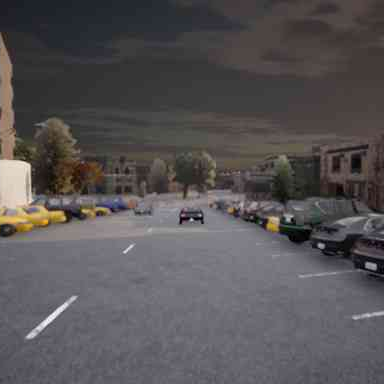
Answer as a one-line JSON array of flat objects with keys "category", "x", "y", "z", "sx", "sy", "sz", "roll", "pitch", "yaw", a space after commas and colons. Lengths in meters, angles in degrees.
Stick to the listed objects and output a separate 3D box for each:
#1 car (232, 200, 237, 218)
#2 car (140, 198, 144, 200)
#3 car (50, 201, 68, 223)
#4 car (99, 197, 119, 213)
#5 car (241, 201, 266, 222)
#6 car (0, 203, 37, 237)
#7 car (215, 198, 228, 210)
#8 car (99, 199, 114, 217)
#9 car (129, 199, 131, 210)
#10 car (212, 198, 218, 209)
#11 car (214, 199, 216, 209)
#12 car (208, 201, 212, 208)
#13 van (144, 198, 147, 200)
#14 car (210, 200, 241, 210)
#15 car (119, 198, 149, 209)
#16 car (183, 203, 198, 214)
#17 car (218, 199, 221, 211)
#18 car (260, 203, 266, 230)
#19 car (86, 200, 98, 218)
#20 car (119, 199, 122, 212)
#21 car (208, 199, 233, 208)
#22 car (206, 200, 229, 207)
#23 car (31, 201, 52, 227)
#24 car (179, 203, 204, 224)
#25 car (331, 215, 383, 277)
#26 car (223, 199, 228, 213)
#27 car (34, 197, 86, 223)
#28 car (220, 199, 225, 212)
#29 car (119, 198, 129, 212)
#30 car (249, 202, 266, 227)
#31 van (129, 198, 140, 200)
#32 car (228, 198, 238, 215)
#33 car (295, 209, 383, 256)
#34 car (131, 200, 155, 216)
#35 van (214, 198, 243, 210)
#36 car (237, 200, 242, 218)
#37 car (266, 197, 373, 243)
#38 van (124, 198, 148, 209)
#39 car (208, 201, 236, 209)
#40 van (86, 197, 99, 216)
[{"category": "car", "x": 6.283, "y": 1.727, "z": 29.036, "sx": 4.674, "sy": 1.452, "sz": 2.002, "roll": 1, "pitch": -1, "yaw": -20}, {"category": "car", "x": -11.470, "y": 2.227, "z": 59.266, "sx": 4.553, "sy": 1.767, "sz": 2.185, "roll": 0, "pitch": -1, "yaw": -19}, {"category": "car", "x": -11.664, "y": 1.635, "z": 23.171, "sx": 5.366, "sy": 1.575, "sz": 1.946, "roll": -1, "pitch": -1, "yaw": -20}, {"category": "car", "x": -11.649, "y": 1.663, "z": 38.197, "sx": 5.566, "sy": 2.045, "sz": 2.435, "roll": 0, "pitch": -1, "yaw": -20}, {"category": "car", "x": 6.319, "y": 1.596, "z": 23.173, "sx": 5.008, "sy": 1.535, "sz": 2.097, "roll": 1, "pitch": -1, "yaw": -20}, {"category": "car", "x": -11.278, "y": 1.559, "z": 17.317, "sx": 5.366, "sy": 1.575, "sz": 1.946, "roll": -1, "pitch": -1, "yaw": -20}, {"category": "car", "x": 6.129, "y": 1.979, "z": 43.712, "sx": 5.008, "sy": 1.535, "sz": 2.097, "roll": 1, "pitch": -1, "yaw": -21}, {"category": "car", "x": -11.419, "y": 1.848, "z": 35.276, "sx": 5.366, "sy": 1.575, "sz": 1.946, "roll": 0, "pitch": -2, "yaw": -20}, {"category": "car", "x": -11.653, "y": 2.132, "z": 47.224, "sx": 4.792, "sy": 1.488, "sz": 2.163, "roll": 0, "pitch": -1, "yaw": -20}, {"category": "car", "x": 6.049, "y": 2.100, "z": 49.583, "sx": 5.008, "sy": 1.535, "sz": 2.097, "roll": 1, "pitch": -1, "yaw": -21}, {"category": "car", "x": 6.054, "y": 2.069, "z": 46.638, "sx": 4.792, "sy": 1.488, "sz": 2.163, "roll": 1, "pitch": -1, "yaw": -21}, {"category": "car", "x": 5.823, "y": 2.153, "z": 52.452, "sx": 5.366, "sy": 1.575, "sz": 1.946, "roll": 1, "pitch": -1, "yaw": -21}, {"category": "van", "x": -11.347, "y": 2.189, "z": 62.304, "sx": 4.442, "sy": 1.987, "sz": 1.878, "roll": 0, "pitch": -2, "yaw": -19}, {"category": "car", "x": 5.910, "y": 2.280, "z": 58.396, "sx": 5.008, "sy": 1.535, "sz": 2.097, "roll": 1, "pitch": -1, "yaw": -21}, {"category": "car", "x": -11.384, "y": 2.226, "z": 65.274, "sx": 5.566, "sy": 2.045, "sz": 2.435, "roll": 0, "pitch": -2, "yaw": -19}, {"category": "car", "x": -0.196, "y": 2.102, "z": 43.025, "sx": 1.895, "sy": 1.301, "sz": 4.718, "roll": 0, "pitch": -1, "yaw": -1}, {"category": "car", "x": 6.153, "y": 1.920, "z": 40.778, "sx": 4.892, "sy": 1.521, "sz": 2.231, "roll": 1, "pitch": -2, "yaw": -21}, {"category": "car", "x": 6.536, "y": 1.529, "z": 17.370, "sx": 5.366, "sy": 1.575, "sz": 1.946, "roll": 1, "pitch": -1, "yaw": -20}, {"category": "car", "x": -11.361, "y": 1.729, "z": 29.284, "sx": 5.366, "sy": 1.575, "sz": 1.946, "roll": 0, "pitch": -1, "yaw": -20}, {"category": "car", "x": -11.635, "y": 1.978, "z": 41.207, "sx": 4.892, "sy": 1.521, "sz": 2.231, "roll": 0, "pitch": -1, "yaw": -20}, {"category": "car", "x": 5.716, "y": 2.335, "z": 67.239, "sx": 4.553, "sy": 1.767, "sz": 2.185, "roll": 1, "pitch": -2, "yaw": -21}, {"category": "car", "x": 5.632, "y": 2.622, "z": 73.141, "sx": 4.674, "sy": 1.452, "sz": 2.002, "roll": 1, "pitch": -1, "yaw": -21}, {"category": "car", "x": -11.641, "y": 1.597, "z": 20.179, "sx": 5.366, "sy": 1.575, "sz": 1.946, "roll": -1, "pitch": 0, "yaw": -20}, {"category": "car", "x": -0.037, "y": 1.782, "z": 26.662, "sx": 1.895, "sy": 1.301, "sz": 4.718, "roll": 0, "pitch": -1, "yaw": 0}, {"category": "car", "x": 6.395, "y": 1.477, "z": 8.505, "sx": 4.892, "sy": 1.521, "sz": 2.231, "roll": 1, "pitch": 0, "yaw": -20}, {"category": "car", "x": 6.217, "y": 1.799, "z": 34.910, "sx": 5.008, "sy": 1.535, "sz": 2.097, "roll": 1, "pitch": -2, "yaw": -21}, {"category": "car", "x": -11.538, "y": 1.431, "z": 26.219, "sx": 5.566, "sy": 2.045, "sz": 2.435, "roll": -1, "pitch": -1, "yaw": -20}, {"category": "car", "x": 6.183, "y": 1.860, "z": 37.846, "sx": 4.892, "sy": 1.521, "sz": 2.231, "roll": 1, "pitch": -2, "yaw": -21}, {"category": "car", "x": -11.669, "y": 1.789, "z": 44.215, "sx": 5.566, "sy": 2.045, "sz": 2.435, "roll": 0, "pitch": -1, "yaw": -20}, {"category": "car", "x": 6.351, "y": 1.562, "z": 20.242, "sx": 5.008, "sy": 1.535, "sz": 2.097, "roll": 1, "pitch": -1, "yaw": -20}, {"category": "van", "x": -11.653, "y": 2.065, "z": 56.214, "sx": 4.442, "sy": 1.987, "sz": 1.878, "roll": 0, "pitch": -1, "yaw": -19}, {"category": "car", "x": 6.224, "y": 1.616, "z": 31.971, "sx": 4.553, "sy": 1.767, "sz": 2.185, "roll": 1, "pitch": -1, "yaw": -20}, {"category": "car", "x": 6.385, "y": 1.487, "z": 11.443, "sx": 4.892, "sy": 1.521, "sz": 2.231, "roll": 1, "pitch": -1, "yaw": -20}, {"category": "car", "x": -5.307, "y": 1.899, "z": 37.518, "sx": 1.837, "sy": 1.490, "sz": 4.892, "roll": 0, "pitch": -1, "yaw": 0}, {"category": "van", "x": 6.064, "y": 1.996, "z": 55.502, "sx": 4.442, "sy": 1.987, "sz": 1.878, "roll": 1, "pitch": -2, "yaw": -21}, {"category": "car", "x": 6.275, "y": 1.514, "z": 26.106, "sx": 4.553, "sy": 1.767, "sz": 2.185, "roll": 1, "pitch": -1, "yaw": -20}, {"category": "car", "x": 6.407, "y": 1.256, "z": 14.391, "sx": 5.566, "sy": 2.045, "sz": 2.435, "roll": 1, "pitch": -1, "yaw": -20}, {"category": "van", "x": -11.473, "y": 2.315, "z": 68.216, "sx": 4.442, "sy": 1.987, "sz": 1.878, "roll": 0, "pitch": -1, "yaw": -19}, {"category": "car", "x": 5.825, "y": 2.431, "z": 64.307, "sx": 4.792, "sy": 1.488, "sz": 2.163, "roll": 1, "pitch": -2, "yaw": -21}, {"category": "van", "x": -11.674, "y": 1.566, "z": 32.175, "sx": 4.442, "sy": 1.987, "sz": 1.878, "roll": 0, "pitch": -1, "yaw": -20}]
